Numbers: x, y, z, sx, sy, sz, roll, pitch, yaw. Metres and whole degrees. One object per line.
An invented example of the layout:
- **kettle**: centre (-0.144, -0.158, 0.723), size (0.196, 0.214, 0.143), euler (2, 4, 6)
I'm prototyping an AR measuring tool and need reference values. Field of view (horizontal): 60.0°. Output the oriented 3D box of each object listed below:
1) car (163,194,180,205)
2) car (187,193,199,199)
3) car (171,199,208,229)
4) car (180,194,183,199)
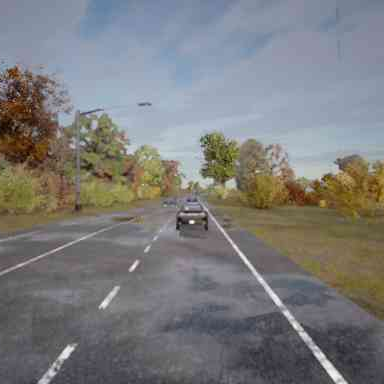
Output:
- **car**: centre (-3.562, 1.458, 54.494), size (1.994, 1.385, 4.181), euler (0, 0, 2)
- **car**: centre (0.015, 1.411, 69.797), size (1.994, 1.385, 4.181), euler (0, 0, 0)
- **car**: centre (0.007, 1.465, 21.145), size (2.128, 1.511, 4.902), euler (0, 0, 0)
- **car**: centre (-3.479, 1.298, 94.466), size (1.994, 1.385, 4.181), euler (0, 0, 0)
